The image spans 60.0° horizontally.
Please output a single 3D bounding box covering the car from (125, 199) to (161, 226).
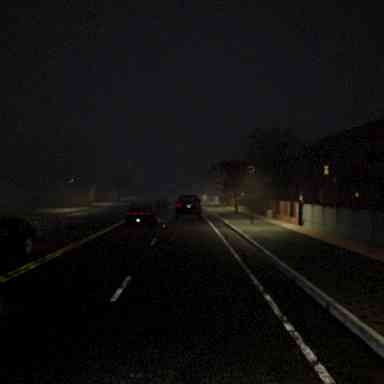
[{"bbox_3d":[-3.445,1.516,23.261,1.837,1.490,4.892,0,0,-1],"label":"car"}]

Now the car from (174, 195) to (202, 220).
[{"bbox_3d":[-0.339,1.228,28.678,2.150,2.045,5.566,0,0,-2],"label":"car"}]

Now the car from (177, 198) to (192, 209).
[{"bbox_3d":[-1.121,1.578,47.475,1.994,1.385,4.181,0,0,-3],"label":"car"}]

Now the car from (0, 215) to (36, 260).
[{"bbox_3d":[-6.667,1.516,10.431,1.837,1.490,4.892,0,0,-1],"label":"car"}]

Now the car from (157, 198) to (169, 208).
[{"bbox_3d":[-4.349,1.568,47.287,2.033,1.411,5.357,0,0,-3],"label":"car"}]
